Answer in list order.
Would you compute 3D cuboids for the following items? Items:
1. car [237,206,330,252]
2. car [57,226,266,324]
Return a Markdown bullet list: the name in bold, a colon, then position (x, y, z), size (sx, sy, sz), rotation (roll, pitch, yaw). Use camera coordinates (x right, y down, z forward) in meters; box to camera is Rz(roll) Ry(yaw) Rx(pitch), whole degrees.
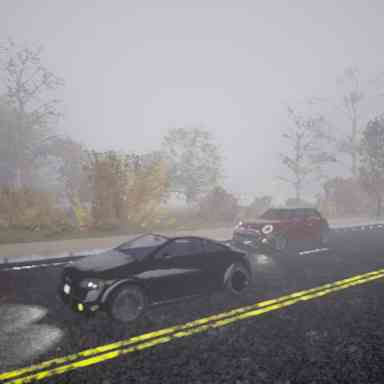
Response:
- **car**: position (3.956, 1.424, 14.469), size (4.553, 1.767, 2.097), rotation (0, 0, -36)
- **car**: position (-0.644, 1.588, 7.210), size (4.181, 1.385, 1.994), rotation (0, 0, -35)
